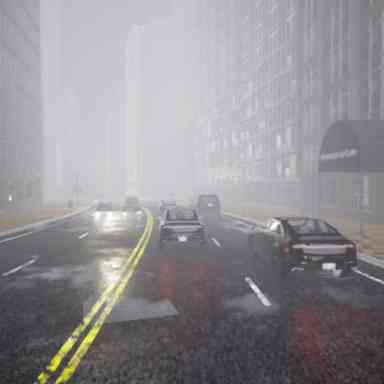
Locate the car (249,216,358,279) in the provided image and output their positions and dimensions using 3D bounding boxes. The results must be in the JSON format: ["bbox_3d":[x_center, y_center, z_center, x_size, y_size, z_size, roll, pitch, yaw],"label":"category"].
[{"bbox_3d":[3.019,1.480,10.030,2.128,1.511,4.902,0,0,-3],"label":"car"}]

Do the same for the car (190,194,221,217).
[{"bbox_3d":[1.140,1.189,30.462,2.150,2.045,5.566,0,0,-8],"label":"car"}]

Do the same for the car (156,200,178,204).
[{"bbox_3d":[-2.314,1.470,31.511,2.128,1.511,4.902,0,0,-8],"label":"car"}]

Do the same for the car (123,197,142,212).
[{"bbox_3d":[-7.034,1.337,39.068,2.097,1.767,4.553,0,0,-10],"label":"car"}]

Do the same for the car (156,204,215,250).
[{"bbox_3d":[-0.496,1.485,14.442,2.128,1.511,4.902,0,0,-4],"label":"car"}]

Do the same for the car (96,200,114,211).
[{"bbox_3d":[-10.586,1.599,40.519,1.895,1.301,4.718,0,0,-11],"label":"car"}]
